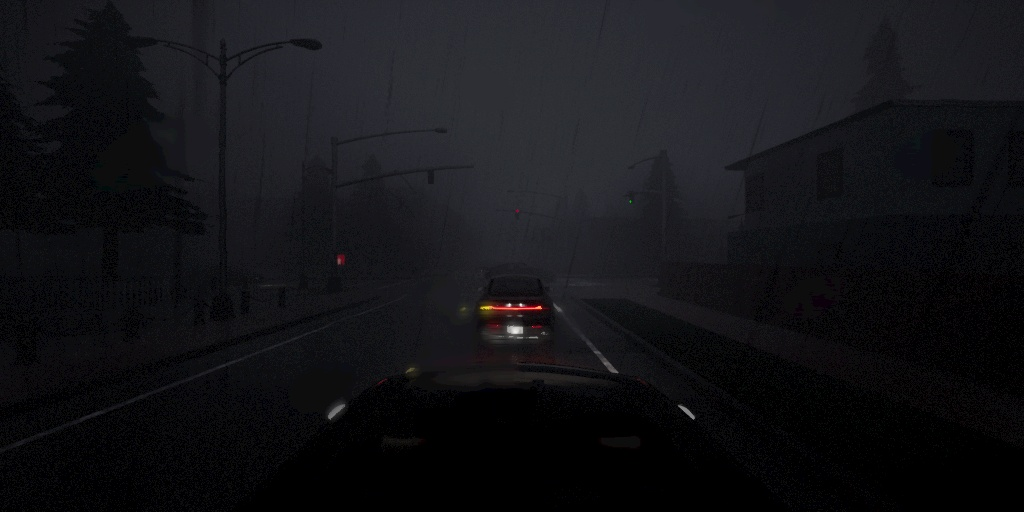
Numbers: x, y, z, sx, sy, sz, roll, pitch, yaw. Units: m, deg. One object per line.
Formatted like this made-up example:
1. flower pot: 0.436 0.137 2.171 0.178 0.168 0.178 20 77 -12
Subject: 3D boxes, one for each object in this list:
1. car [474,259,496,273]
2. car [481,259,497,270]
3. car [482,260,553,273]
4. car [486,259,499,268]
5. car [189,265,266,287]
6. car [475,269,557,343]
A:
1. car: -3.505 1.297 44.399 2.033 1.411 5.357 0 0 0
2. car: -3.475 1.242 54.581 2.128 1.511 4.902 0 0 0
3. car: 0.546 1.236 24.976 4.902 1.511 2.128 0 0 -4
4. car: -3.407 1.297 65.038 2.033 1.411 5.357 0 0 1
5. car: -19.059 1.329 24.034 4.181 1.385 1.994 0 0 -2
6. car: 0.092 1.255 9.684 1.837 1.490 4.892 0 0 0
